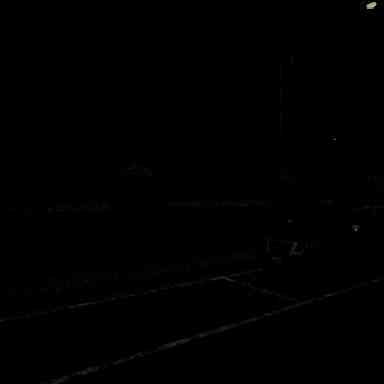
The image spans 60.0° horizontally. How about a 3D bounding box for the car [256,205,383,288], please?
[{"bbox_3d":[4.086,1.313,9.455,5.009,1.841,2.192,0,0,-36],"label":"car"}]
